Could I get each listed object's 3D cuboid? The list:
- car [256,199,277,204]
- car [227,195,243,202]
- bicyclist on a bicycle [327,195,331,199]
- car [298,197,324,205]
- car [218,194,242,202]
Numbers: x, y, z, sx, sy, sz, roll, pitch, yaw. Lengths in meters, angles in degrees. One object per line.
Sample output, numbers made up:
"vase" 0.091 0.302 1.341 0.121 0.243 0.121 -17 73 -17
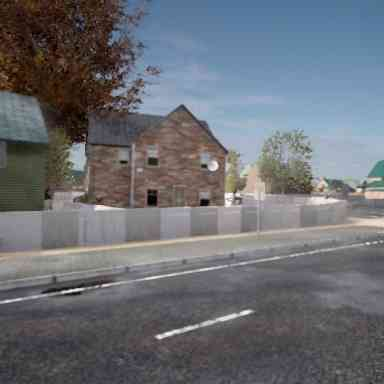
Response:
"car" 9.802 1.158 44.273 1.882 1.535 5.008 2 0 -20
"car" 6.428 1.138 53.573 1.895 1.301 4.718 2 0 -20
"bicyclist on a bicycle" 17.050 1.205 41.504 1.656 1.620 0.582 1 0 -20
"car" 13.182 1.328 34.970 1.837 1.490 4.892 2 0 -20
"car" 6.907 1.061 60.877 2.033 1.411 5.357 2 0 -21
